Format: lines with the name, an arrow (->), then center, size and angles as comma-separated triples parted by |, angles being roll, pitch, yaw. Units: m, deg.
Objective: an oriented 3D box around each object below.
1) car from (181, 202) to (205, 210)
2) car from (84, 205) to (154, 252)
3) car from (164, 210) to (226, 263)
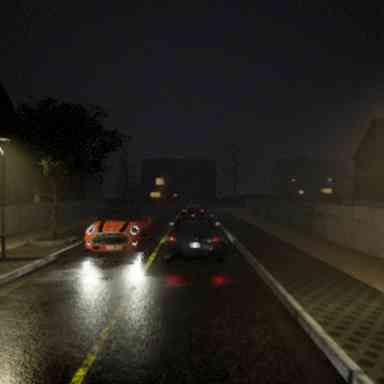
car -> 0.086, 1.580, 27.591 | 1.812, 1.442, 4.674 | 0, 0, 0
car -> -2.851, 1.370, 13.847 | 2.097, 1.767, 4.553 | 0, 0, 0
car -> 0.092, 1.580, 12.051 | 1.994, 1.385, 4.181 | 0, 0, 0
